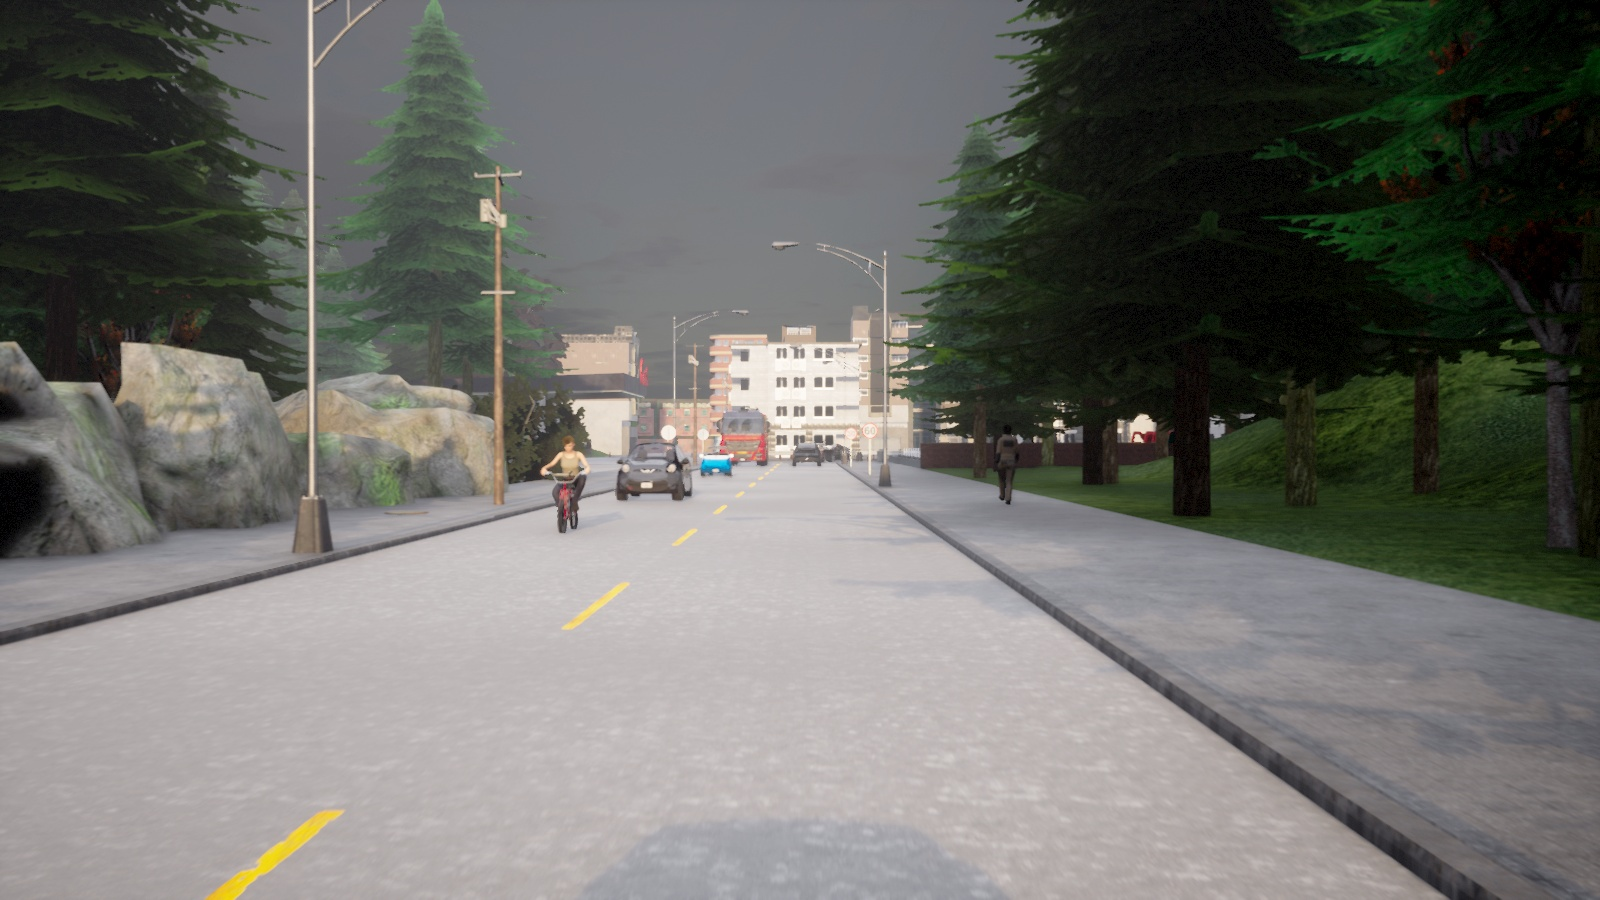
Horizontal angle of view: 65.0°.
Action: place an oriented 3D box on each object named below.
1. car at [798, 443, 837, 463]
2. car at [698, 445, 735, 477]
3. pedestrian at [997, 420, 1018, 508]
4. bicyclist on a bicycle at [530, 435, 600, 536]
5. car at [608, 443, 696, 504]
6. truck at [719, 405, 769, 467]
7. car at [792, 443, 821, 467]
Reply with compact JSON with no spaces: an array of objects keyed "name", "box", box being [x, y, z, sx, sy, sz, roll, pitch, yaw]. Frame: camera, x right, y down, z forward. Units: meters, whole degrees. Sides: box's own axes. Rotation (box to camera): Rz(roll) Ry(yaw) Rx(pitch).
[{"name":"car","box":[1.359,0.181,94.650,1.970,1.475,3.806,0,0,16]},{"name":"car","box":[-3.677,0.485,55.508,1.481,1.376,2.207,0,0,0]},{"name":"pedestrian","box":[4.618,0.302,27.999,0.396,1.930,0.692,0,0,5]},{"name":"bicyclist on a bicycle","box":[-3.861,0.563,20.740,0.866,1.612,1.509,0,0,1]},{"name":"car","box":[-3.796,0.573,32.818,1.845,1.501,3.633,0,0,0]},{"name":"truck","box":[-3.590,-0.885,82.340,2.891,3.827,8.468,0,0,0]},{"name":"car","box":[0.436,0.295,81.342,1.837,1.490,4.892,0,1,0]}]
